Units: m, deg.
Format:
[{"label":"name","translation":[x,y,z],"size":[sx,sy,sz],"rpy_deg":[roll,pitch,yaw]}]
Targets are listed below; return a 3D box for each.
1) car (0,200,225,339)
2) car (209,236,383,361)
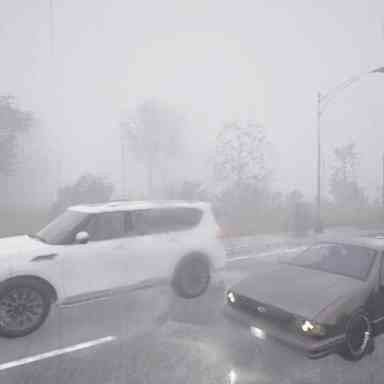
[{"label":"car","translation":[-1.807,1.227,6.976],"size":[5.566,2.045,2.150],"rpy_deg":[0,0,-35]},{"label":"car","translation":[3.097,1.573,6.137],"size":[5.357,1.411,2.033],"rpy_deg":[0,0,-35]}]
